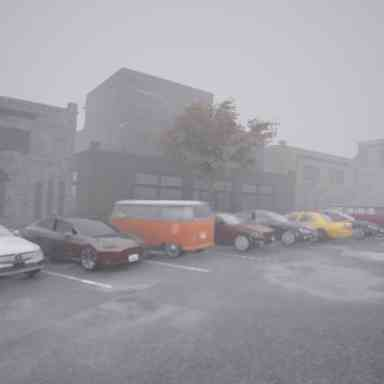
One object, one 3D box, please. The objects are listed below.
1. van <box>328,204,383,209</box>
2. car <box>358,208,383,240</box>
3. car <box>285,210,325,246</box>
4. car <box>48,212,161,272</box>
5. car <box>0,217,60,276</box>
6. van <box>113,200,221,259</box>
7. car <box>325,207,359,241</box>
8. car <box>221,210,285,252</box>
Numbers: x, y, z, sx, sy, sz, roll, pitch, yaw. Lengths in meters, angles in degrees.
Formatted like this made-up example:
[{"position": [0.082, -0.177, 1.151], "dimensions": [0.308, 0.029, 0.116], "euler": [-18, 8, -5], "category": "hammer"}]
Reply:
[{"position": [10.562, 1.753, 21.188], "dimensions": [4.442, 1.987, 1.878], "euler": [0, -2, 35], "category": "van"}, {"position": [8.259, 1.849, 19.438], "dimensions": [4.892, 1.521, 2.231], "euler": [0, -3, 35], "category": "car"}, {"position": [3.486, 1.645, 16.064], "dimensions": [4.892, 1.521, 2.231], "euler": [0, -2, 35], "category": "car"}, {"position": [-3.651, 1.519, 10.956], "dimensions": [4.792, 1.488, 2.163], "euler": [-1, -1, 35], "category": "car"}, {"position": [-6.059, 1.516, 9.279], "dimensions": [4.674, 1.452, 2.002], "euler": [-1, -1, 34], "category": "car"}, {"position": [-1.383, 1.297, 12.741], "dimensions": [4.442, 1.987, 1.878], "euler": [-1, -1, 35], "category": "van"}, {"position": [5.720, 1.733, 17.847], "dimensions": [5.366, 1.575, 1.946], "euler": [0, -2, 35], "category": "car"}, {"position": [1.097, 1.572, 14.373], "dimensions": [5.008, 1.535, 2.097], "euler": [-1, -2, 35], "category": "car"}]
